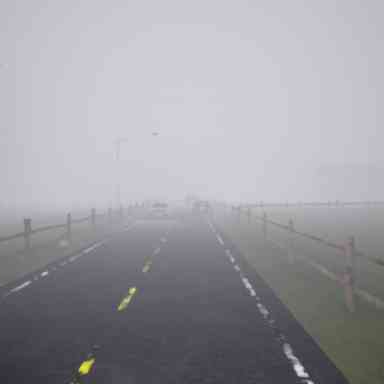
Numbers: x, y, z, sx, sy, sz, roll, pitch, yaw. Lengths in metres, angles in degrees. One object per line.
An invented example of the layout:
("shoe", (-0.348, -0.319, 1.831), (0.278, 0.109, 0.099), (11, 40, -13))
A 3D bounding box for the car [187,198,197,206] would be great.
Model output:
("car", (-0.022, 1.869, 65.482), (1.812, 1.442, 4.674), (0, 0, 0))

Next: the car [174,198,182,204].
("car", (-2.776, 1.889, 70.732), (1.994, 1.385, 4.181), (0, 0, 0))

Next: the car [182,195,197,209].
("car", (-0.019, 1.477, 50.851), (2.150, 2.045, 5.566), (0, 0, 0))

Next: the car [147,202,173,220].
("car", (-2.857, 1.670, 30.013), (1.812, 1.442, 4.674), (0, 0, 0))

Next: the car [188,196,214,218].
("car", (0.950, 1.505, 31.830), (2.097, 1.767, 4.553), (0, 0, 0))
